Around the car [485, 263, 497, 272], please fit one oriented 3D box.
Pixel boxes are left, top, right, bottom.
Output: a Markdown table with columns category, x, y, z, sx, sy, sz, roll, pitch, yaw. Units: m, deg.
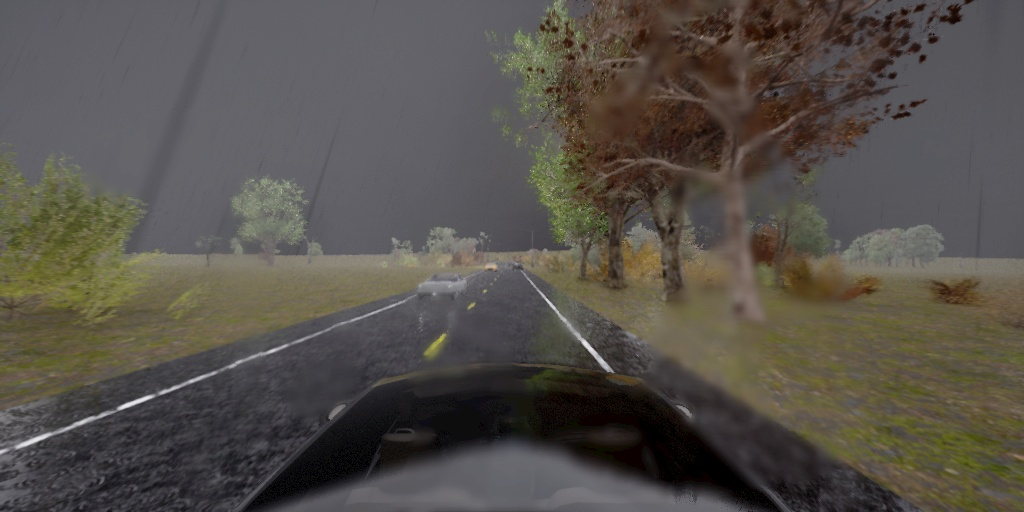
| category | x | y | z | sx | sy | sz | roll | pitch | yaw |
| --- | --- | --- | --- | --- | --- | --- | --- | --- | --- |
| car | -3.532 | 1.933 | 60.566 | 1.882 | 1.535 | 5.008 | 0 | -1 | 1 |

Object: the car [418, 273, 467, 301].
| category | x | y | z | sx | sy | sz | roll | pitch | yaw |
| --- | --- | --- | --- | --- | --- | --- | --- | --- | --- |
| car | -3.596 | 1.581 | 19.216 | 1.895 | 1.301 | 4.718 | 0 | -1 | 0 |
